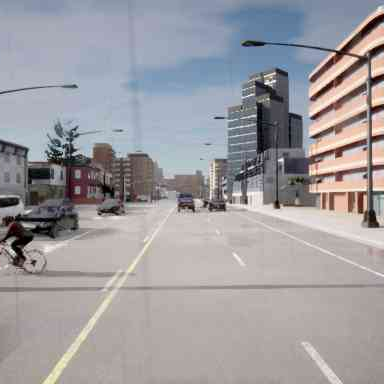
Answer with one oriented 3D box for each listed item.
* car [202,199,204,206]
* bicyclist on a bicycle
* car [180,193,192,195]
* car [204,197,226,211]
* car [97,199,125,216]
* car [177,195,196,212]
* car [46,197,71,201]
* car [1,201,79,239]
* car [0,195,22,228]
[{"bbox_3d":[2.623,1.419,48.770,2.128,1.511,4.902,0,-1,-1],"label":"car"},{"bbox_3d":[-4.772,1.465,8.965,1.656,1.620,0.582,-2,0,-1],"label":"bicyclist on a bicycle"},{"bbox_3d":[-0.870,1.139,47.536,2.150,2.045,5.566,0,-1,-1],"label":"car"},{"bbox_3d":[2.867,1.390,38.777,2.128,1.511,4.902,0,0,-1],"label":"car"},{"bbox_3d":[-7.654,1.432,31.727,1.837,1.490,4.892,0,0,-1],"label":"car"},{"bbox_3d":[-0.633,1.407,37.475,1.837,1.490,4.892,0,0,-1],"label":"car"},{"bbox_3d":[-11.003,1.309,26.899,2.097,1.767,4.553,0,0,-1],"label":"car"},{"bbox_3d":[-7.391,1.475,17.318,2.128,1.511,4.902,0,0,-1],"label":"car"},{"bbox_3d":[-10.913,1.202,17.505,2.150,2.045,5.566,0,1,0],"label":"car"}]
